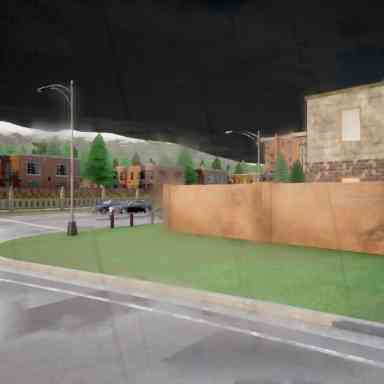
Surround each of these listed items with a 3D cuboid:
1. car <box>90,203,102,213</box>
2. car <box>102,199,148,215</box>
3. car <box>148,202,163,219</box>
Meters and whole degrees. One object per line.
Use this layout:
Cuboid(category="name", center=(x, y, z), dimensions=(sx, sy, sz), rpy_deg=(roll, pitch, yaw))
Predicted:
Cuboid(category="car", center=(-8.637, 1.526, 35.702), dimensions=(1.812, 1.442, 4.674), rpy_deg=(0, 0, 41))
Cuboid(category="car", center=(-6.077, 1.492, 33.343), dimensions=(2.128, 1.511, 4.902), rpy_deg=(0, 0, 41))
Cuboid(category="car", center=(-0.900, 1.547, 28.629), dimensions=(2.033, 1.411, 5.357), rpy_deg=(0, 0, 41))
